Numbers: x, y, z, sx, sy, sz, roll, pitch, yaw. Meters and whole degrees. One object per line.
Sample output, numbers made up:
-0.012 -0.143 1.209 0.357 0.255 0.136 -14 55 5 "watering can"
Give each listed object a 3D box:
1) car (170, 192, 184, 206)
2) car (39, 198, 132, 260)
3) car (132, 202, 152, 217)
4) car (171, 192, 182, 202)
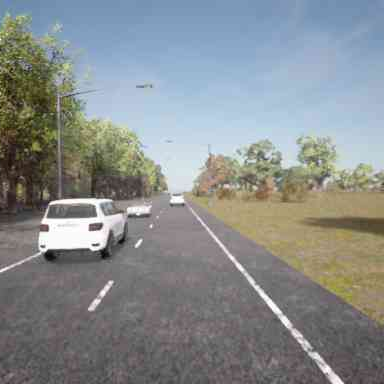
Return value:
-2.387 1.146 54.046 2.150 2.045 5.566 -1 0 -3 "car"
-3.926 1.267 12.891 2.150 2.045 5.566 -1 0 -3 "car"
-4.794 1.621 31.260 1.895 1.301 4.718 -1 0 -3 "car"
-3.401 1.129 73.262 2.150 2.045 5.566 -1 0 -3 "car"
